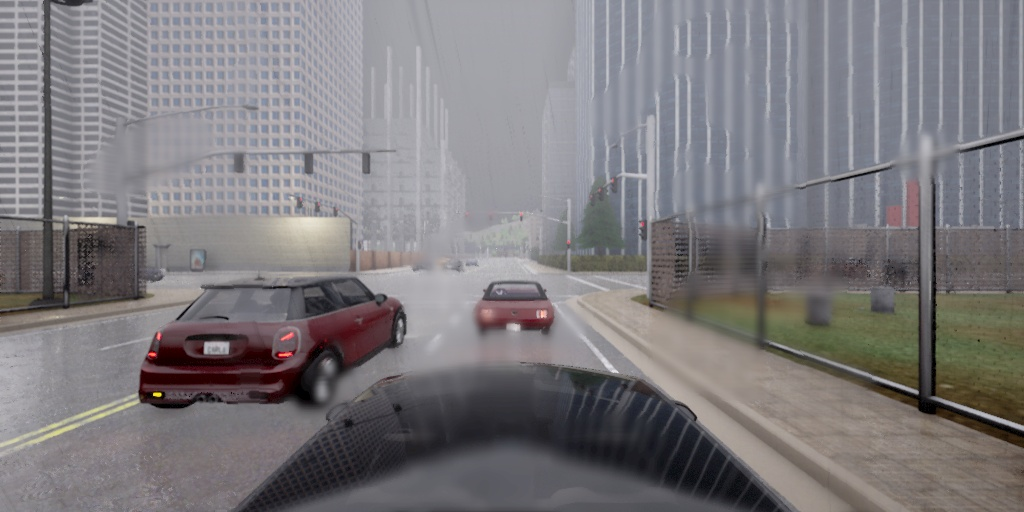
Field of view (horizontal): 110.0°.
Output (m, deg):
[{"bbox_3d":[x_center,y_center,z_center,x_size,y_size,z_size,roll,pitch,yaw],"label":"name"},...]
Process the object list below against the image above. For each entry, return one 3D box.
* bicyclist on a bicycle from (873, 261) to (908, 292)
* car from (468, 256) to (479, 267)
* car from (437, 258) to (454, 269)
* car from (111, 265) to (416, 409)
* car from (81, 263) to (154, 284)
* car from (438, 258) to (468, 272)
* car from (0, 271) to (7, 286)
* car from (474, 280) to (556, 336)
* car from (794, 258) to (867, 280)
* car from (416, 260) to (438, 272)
[{"bbox_3d":[18.812,0.965,17.837,0.582,1.620,1.656,0,0,0],"label":"bicyclist on a bicycle"},{"bbox_3d":[-7.012,1.159,63.310,1.812,1.442,4.674,0,0,1],"label":"car"},{"bbox_3d":[-10.551,1.123,57.164,1.882,1.535,5.008,0,1,0],"label":"car"},{"bbox_3d":[-3.439,1.093,6.323,2.097,1.767,4.553,0,0,0],"label":"car"},{"bbox_3d":[-27.388,1.176,25.241,4.674,1.442,1.812,0,0,0],"label":"car"},{"bbox_3d":[-7.071,1.163,43.498,2.128,1.511,4.902,0,0,0],"label":"car"},{"bbox_3d":[-33.992,1.134,21.758,5.008,1.535,1.882,0,0,0],"label":"car"},{"bbox_3d":[0.083,1.335,10.326,1.895,1.301,4.718,0,0,0],"label":"car"},{"bbox_3d":[25.462,0.996,28.801,4.553,1.767,2.097,0,0,0],"label":"car"},{"bbox_3d":[-10.571,1.235,43.543,1.994,1.385,4.181,0,0,0],"label":"car"}]
